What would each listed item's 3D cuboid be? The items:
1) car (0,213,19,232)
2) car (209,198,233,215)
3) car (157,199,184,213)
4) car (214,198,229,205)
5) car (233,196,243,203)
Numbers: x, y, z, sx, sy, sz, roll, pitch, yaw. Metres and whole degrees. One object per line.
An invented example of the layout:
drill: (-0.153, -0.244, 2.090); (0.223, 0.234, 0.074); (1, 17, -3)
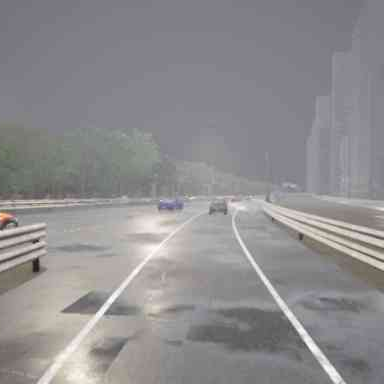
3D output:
car: (-9.960, 1.240, 14.655); (2.097, 1.767, 4.553); (0, 0, 17)
car: (2.963, 1.600, 36.165); (2.128, 1.511, 4.902); (0, 0, 9)
car: (-2.429, 1.549, 39.246); (1.882, 1.535, 5.008); (1, 0, 17)
car: (5.939, 1.880, 66.553); (1.895, 1.301, 4.718); (0, 0, 17)
car: (11.633, 1.774, 85.135); (2.097, 1.767, 4.553); (0, 0, 17)
